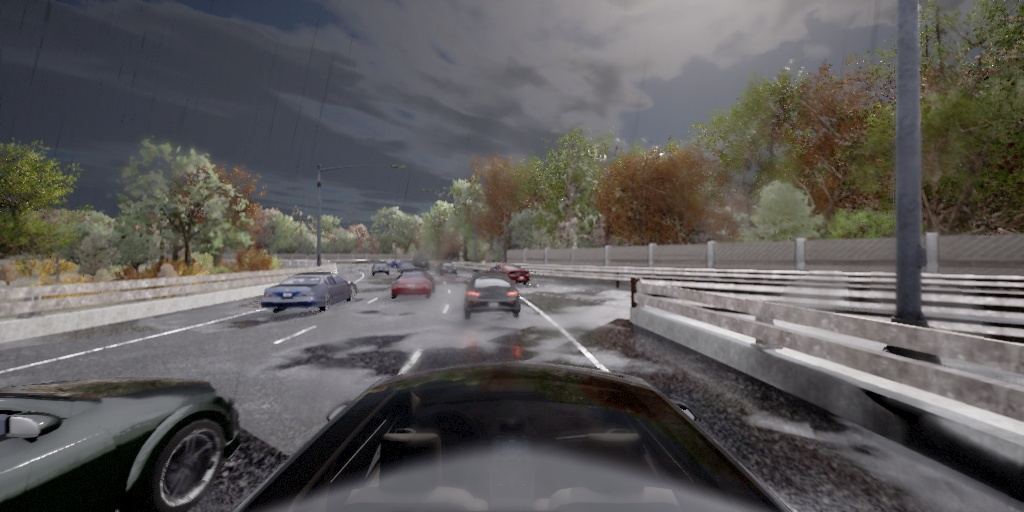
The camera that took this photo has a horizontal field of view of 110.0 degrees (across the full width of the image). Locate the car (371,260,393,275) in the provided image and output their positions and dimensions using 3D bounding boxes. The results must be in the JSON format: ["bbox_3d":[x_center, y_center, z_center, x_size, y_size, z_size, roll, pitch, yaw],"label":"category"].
[{"bbox_3d":[-15.507,1.501,42.073,2.033,1.411,5.357,0,0,-23],"label":"car"}]

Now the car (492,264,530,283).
[{"bbox_3d":[-0.586,1.351,26.685,1.882,1.535,5.008,0,0,-30],"label":"car"}]

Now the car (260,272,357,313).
[{"bbox_3d":[-7.913,1.363,14.532,2.033,1.411,5.357,0,0,-8],"label":"car"}]

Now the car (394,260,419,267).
[{"bbox_3d":[-13.795,1.540,46.624,1.994,1.385,4.181,0,0,-24],"label":"car"}]

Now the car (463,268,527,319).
[{"bbox_3d":[-0.795,1.333,13.065,1.812,1.442,4.674,0,-1,-6],"label":"car"}]

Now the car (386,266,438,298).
[{"bbox_3d":[-5.192,1.401,19.180,1.994,1.385,4.181,0,0,-10],"label":"car"}]

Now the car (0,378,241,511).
[{"bbox_3d":[-3.517,1.314,1.596,1.994,1.385,4.181,0,0,0],"label":"car"}]

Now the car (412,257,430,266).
[{"bbox_3d":[-14.308,1.240,55.149,2.150,2.045,5.566,0,0,-28],"label":"car"}]

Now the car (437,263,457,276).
[{"bbox_3d":[-7.470,1.471,40.635,1.812,1.442,4.674,0,0,-21],"label":"car"}]
